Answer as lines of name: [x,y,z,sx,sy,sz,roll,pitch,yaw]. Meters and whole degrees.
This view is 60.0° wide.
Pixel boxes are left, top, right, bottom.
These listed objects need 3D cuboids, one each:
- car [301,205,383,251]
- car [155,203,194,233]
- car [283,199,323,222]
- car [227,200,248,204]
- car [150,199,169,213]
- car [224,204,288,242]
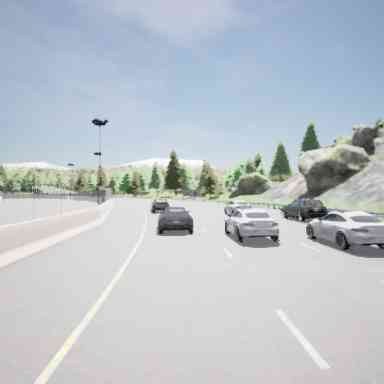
car: [6.494,1.509,13.998,1.812,1.442,4.674,0,0,-4]
car: [-1.035,1.561,19.706,1.994,1.385,4.181,0,0,-6]
car: [8.769,1.327,26.246,2.097,1.767,4.553,0,0,-7]
car: [4.424,1.508,31.990,1.812,1.442,4.674,0,0,-9]
car: [-3.615,1.488,37.324,2.128,1.511,4.902,0,0,-11]
car: [2.809,1.516,16.193,1.812,1.442,4.674,0,0,-5]
